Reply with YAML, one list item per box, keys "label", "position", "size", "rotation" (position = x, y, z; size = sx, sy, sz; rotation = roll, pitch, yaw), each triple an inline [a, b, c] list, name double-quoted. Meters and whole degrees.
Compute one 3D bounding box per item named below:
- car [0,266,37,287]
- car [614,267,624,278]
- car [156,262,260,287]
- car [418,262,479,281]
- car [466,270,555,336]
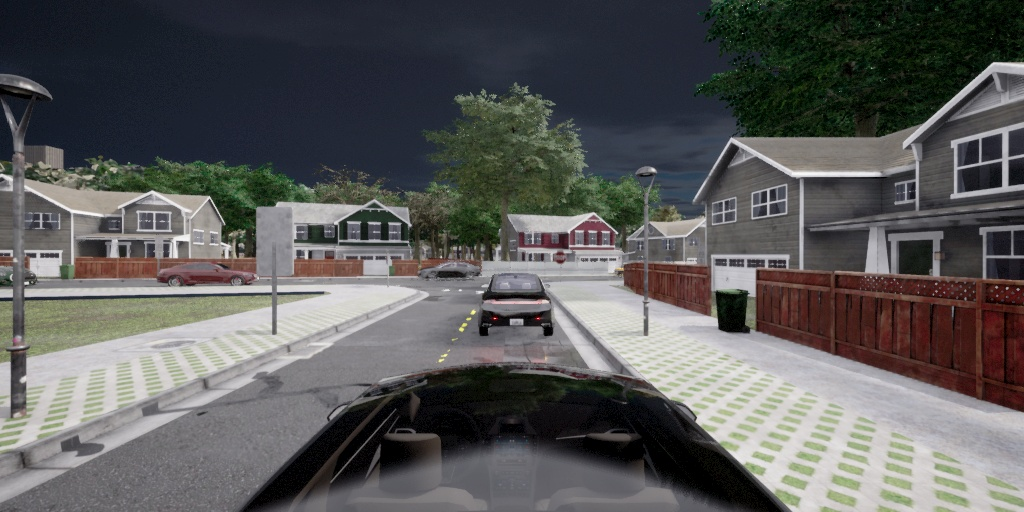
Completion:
- label: "car"
  position: [-26.897, 0.776, 17.532]
  size: [4.553, 1.767, 2.097]
  rotation: [1, 0, -20]
- label: "car"
  position: [12.358, 1.381, 34.940]
  size: [5.008, 1.535, 1.882]
  rotation: [1, 0, -20]
- label: "car"
  position: [-17.563, 1.071, 20.932]
  size: [4.674, 1.442, 1.812]
  rotation: [1, 0, -20]
- label: "car"
  position: [-4.954, 1.196, 28.645]
  size: [4.902, 1.511, 2.128]
  rotation: [1, 0, -20]
- label: "car"
  position: [0.104, 1.240, 10.314]
  size: [2.128, 1.511, 4.902]
  rotation: [0, 0, 0]
